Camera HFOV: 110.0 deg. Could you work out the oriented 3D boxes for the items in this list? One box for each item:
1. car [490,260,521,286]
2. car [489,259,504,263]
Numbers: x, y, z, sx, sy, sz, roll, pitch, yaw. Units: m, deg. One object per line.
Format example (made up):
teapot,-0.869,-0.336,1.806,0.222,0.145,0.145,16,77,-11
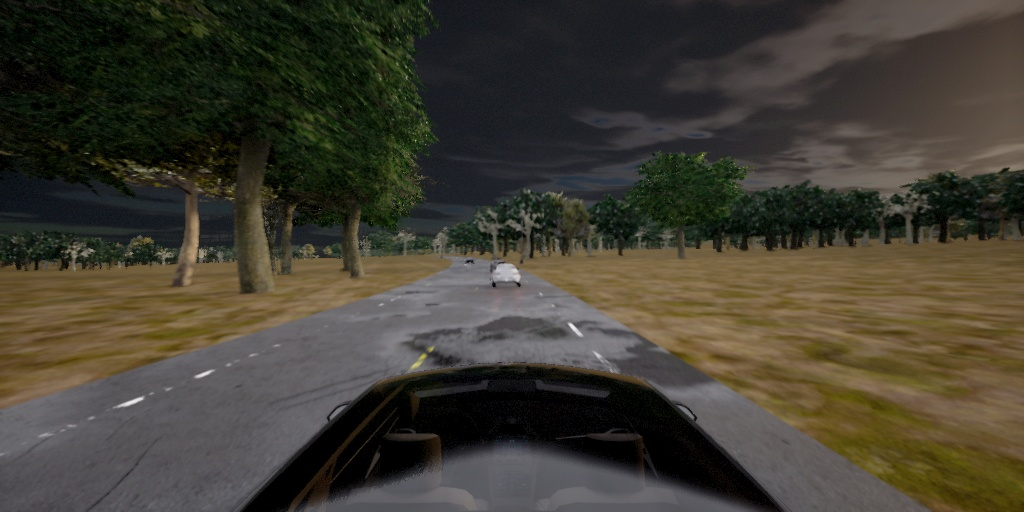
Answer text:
car,-0.431,1.237,24.543,1.812,1.442,4.674,0,0,-3
car,-1.655,1.075,43.443,2.128,1.511,4.902,0,1,-5
